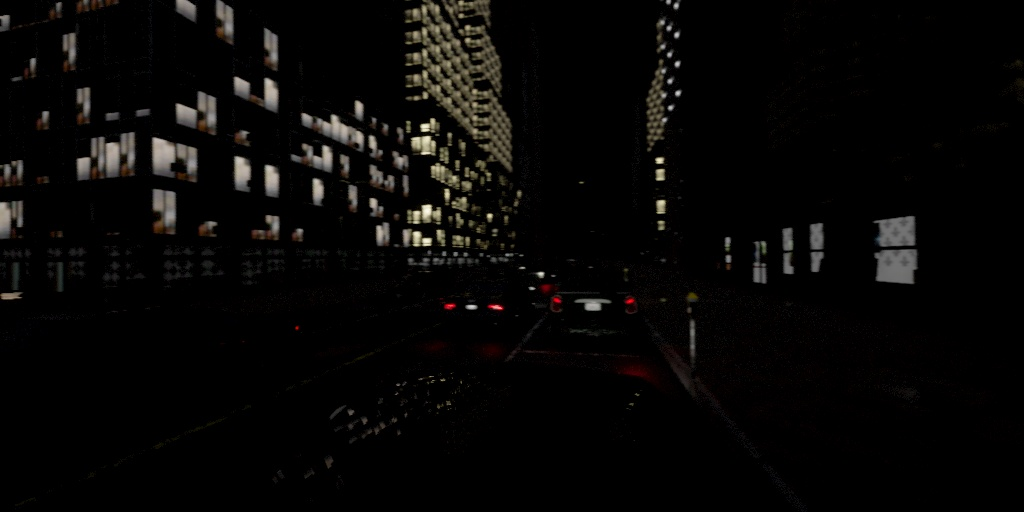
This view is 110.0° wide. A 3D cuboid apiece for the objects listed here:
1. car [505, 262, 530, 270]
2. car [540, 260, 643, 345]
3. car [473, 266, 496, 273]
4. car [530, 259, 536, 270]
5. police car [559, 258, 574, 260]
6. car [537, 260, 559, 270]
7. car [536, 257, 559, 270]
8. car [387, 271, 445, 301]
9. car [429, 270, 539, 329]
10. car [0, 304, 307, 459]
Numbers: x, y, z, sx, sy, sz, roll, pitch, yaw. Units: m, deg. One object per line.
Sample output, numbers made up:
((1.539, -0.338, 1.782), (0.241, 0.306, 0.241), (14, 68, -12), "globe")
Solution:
((0.331, 1.476, 40.909), (2.007, 1.370, 4.403), (0, 0, 13), "car")
((2.208, 1.108, 9.754), (2.097, 1.767, 4.553), (-1, 0, 13), "car")
((-2.212, 1.498, 29.811), (1.802, 1.307, 4.207), (0, 0, 13), "car")
((2.874, 1.479, 52.006), (1.888, 1.381, 4.507), (0, 0, 13), "car")
((7.632, 1.266, 47.353), (1.930, 1.638, 5.238), (-1, 0, 13), "police car")
((3.710, 1.316, 29.783), (2.128, 1.511, 4.902), (-1, 0, 13), "car")
((5.209, 1.108, 50.231), (2.150, 2.045, 5.566), (-1, 0, 13), "car")
((-4.754, 1.471, 18.715), (1.948, 1.339, 4.313), (0, 0, 13), "car")
((-0.463, 1.353, 11.570), (2.033, 1.411, 5.357), (-1, 0, 13), "car")
((-5.336, 1.394, 4.629), (2.033, 1.411, 5.357), (-1, 0, 13), "car")
